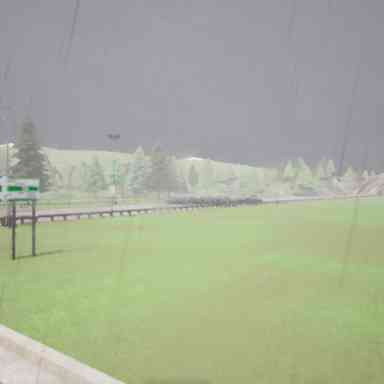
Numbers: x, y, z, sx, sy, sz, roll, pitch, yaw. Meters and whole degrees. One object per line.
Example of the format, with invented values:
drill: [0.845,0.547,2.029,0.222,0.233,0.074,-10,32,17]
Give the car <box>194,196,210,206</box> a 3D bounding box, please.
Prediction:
car: [2.835,1.517,54.251,1.837,1.490,4.892,0,0,35]

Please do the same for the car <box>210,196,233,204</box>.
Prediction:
car: [5.786,1.506,64.687,2.128,1.511,4.902,0,0,35]

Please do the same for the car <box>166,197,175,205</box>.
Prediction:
car: [-2.737,1.580,58.485,1.994,1.385,4.181,0,0,35]

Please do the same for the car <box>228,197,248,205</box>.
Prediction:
car: [8.674,1.614,62.709,1.895,1.301,4.718,0,0,35]

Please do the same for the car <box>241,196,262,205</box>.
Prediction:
car: [11.053,1.516,60.002,1.837,1.490,4.892,0,0,35]

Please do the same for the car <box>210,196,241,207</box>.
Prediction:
car: [5.199,1.516,51.535,1.837,1.490,4.892,0,0,35]

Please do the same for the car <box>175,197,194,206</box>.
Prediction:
car: [-0.037,1.506,56.251,2.128,1.511,4.902,0,0,35]

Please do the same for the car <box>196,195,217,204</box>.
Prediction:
car: [2.916,1.494,66.690,1.882,1.535,5.008,0,0,35]
